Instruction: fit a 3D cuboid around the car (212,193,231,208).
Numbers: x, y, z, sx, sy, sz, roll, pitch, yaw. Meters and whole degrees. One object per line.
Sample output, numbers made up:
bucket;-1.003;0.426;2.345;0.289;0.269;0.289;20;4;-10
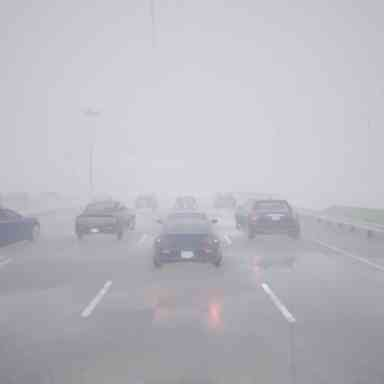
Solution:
car;2.923;0.825;30.589;2.128;1.511;4.902;0;1;-1

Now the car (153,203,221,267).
car;-0.151;1.301;10.403;1.812;1.442;4.674;0;1;-1

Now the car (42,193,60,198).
car;-18.532;0.714;43.041;1.994;1.385;4.181;0;1;-1

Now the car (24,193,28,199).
car;-22.000;0.720;41.465;1.812;1.442;4.674;0;1;-1

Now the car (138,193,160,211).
car;-4.075;0.854;30.438;2.128;1.511;4.902;0;1;-1

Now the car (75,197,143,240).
car;-3.731;1.183;14.986;2.128;1.511;4.902;0;1;-1

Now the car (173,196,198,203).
car;-0.486;1.002;25.511;2.033;1.411;5.357;0;1;-1

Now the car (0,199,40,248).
car;-7.171;1.252;11.718;1.882;1.535;5.008;0;2;-1

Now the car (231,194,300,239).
car;3.265;1.013;15.240;2.097;1.767;4.553;0;1;-1
